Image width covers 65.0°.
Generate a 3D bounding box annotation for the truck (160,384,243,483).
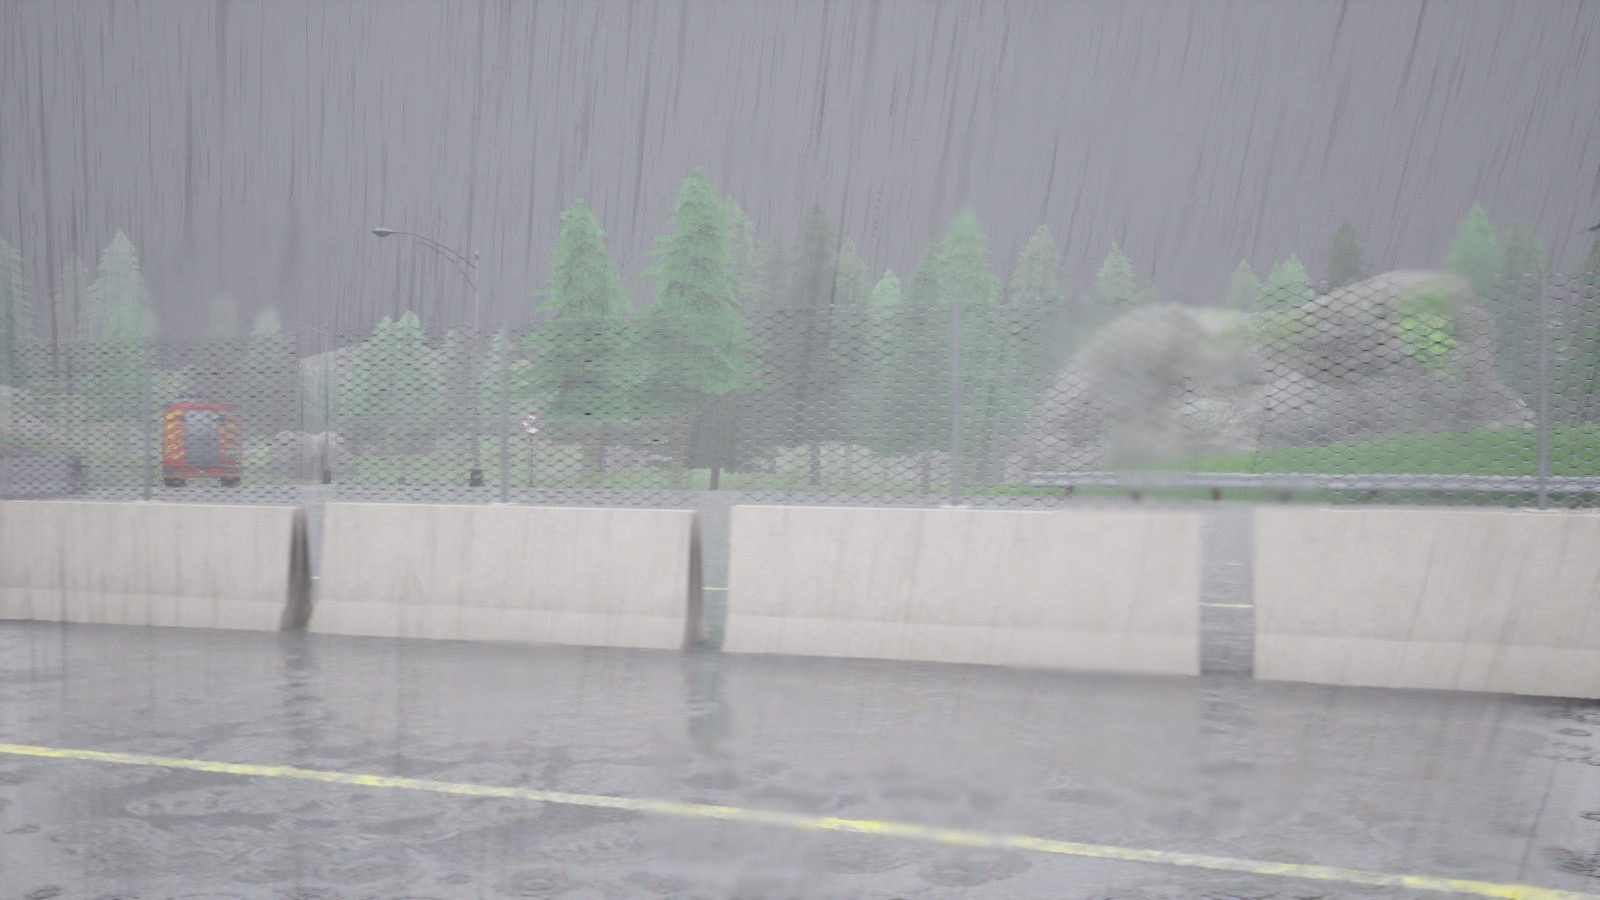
[{"bbox_3d":[-25.133,-0.570,52.917,2.891,3.827,8.468,0,-1,-25],"label":"truck"}]
